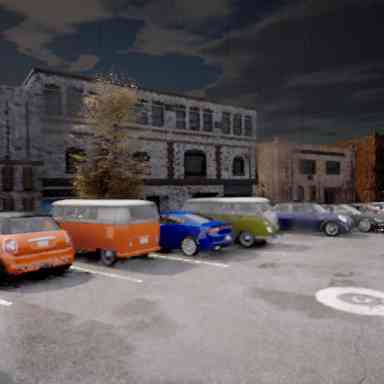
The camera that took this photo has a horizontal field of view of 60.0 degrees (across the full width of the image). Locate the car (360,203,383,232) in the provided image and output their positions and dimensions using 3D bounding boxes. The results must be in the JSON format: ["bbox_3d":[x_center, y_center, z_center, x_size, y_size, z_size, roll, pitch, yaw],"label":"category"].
[{"bbox_3d":[8.783,1.489,19.870,4.892,1.521,2.231,-1,-1,35],"label":"car"}]

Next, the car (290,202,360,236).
[{"bbox_3d":[6.375,1.360,18.184,4.553,1.767,2.185,-1,-1,35],"label":"car"}]

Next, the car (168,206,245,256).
[{"bbox_3d":[-0.762,1.481,13.044,5.008,1.535,2.097,-1,0,35],"label":"car"}]

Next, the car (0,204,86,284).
[{"bbox_3d":[-5.518,1.358,9.623,4.553,1.767,2.185,-1,0,34],"label":"car"}]

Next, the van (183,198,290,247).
[{"bbox_3d":[1.720,1.253,14.694,4.442,1.987,1.878,-1,-1,34],"label":"van"}]

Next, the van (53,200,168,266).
[{"bbox_3d":[-3.253,1.258,11.410,4.442,1.987,1.878,-1,0,35],"label":"van"}]
